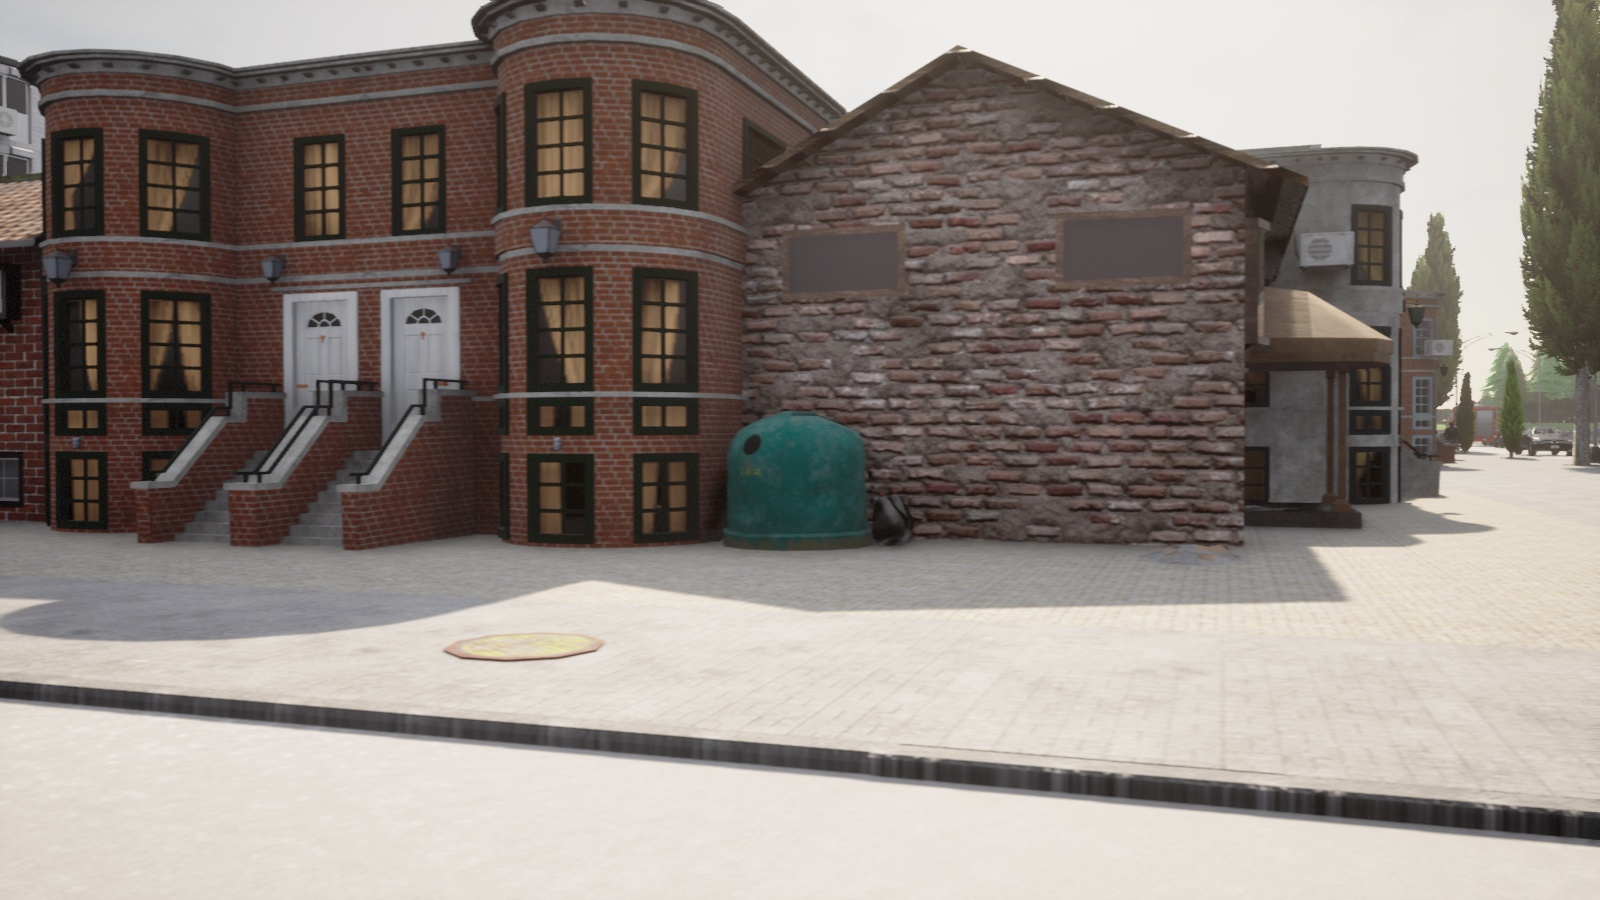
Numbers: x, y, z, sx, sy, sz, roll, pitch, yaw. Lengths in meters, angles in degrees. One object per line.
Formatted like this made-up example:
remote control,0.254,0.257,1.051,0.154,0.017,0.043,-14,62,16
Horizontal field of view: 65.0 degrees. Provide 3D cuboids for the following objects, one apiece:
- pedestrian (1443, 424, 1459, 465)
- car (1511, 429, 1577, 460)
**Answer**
pedestrian,29.663,-0.252,57.227,0.563,1.883,0.849,1,1,26
car,41.575,-0.338,70.249,2.152,1.651,5.027,1,1,19
